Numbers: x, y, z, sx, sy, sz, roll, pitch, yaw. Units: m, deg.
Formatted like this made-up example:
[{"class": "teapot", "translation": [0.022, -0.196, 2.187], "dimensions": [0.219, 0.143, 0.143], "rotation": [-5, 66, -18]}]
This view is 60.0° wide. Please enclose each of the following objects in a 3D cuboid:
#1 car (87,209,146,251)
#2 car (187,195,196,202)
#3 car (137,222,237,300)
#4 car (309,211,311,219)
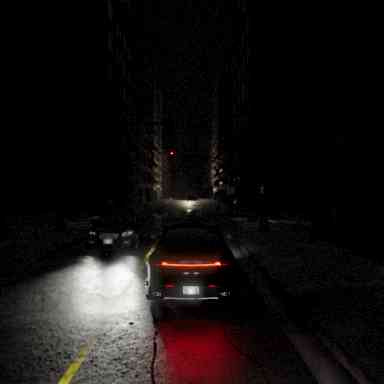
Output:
[{"class": "car", "translation": [-3.078, 1.497, 14.263], "dimensions": [2.128, 1.511, 4.902], "rotation": [0, 0, -2]}, {"class": "car", "translation": [-0.174, 1.492, 82.408], "dimensions": [2.097, 1.767, 4.553], "rotation": [0, 0, 0]}, {"class": "car", "translation": [-0.017, 1.506, 8.357], "dimensions": [1.837, 1.490, 4.892], "rotation": [0, 0, 0]}, {"class": "car", "translation": [12.298, 1.722, 27.511], "dimensions": [5.008, 1.535, 1.882], "rotation": [1, 0, -1]}]
